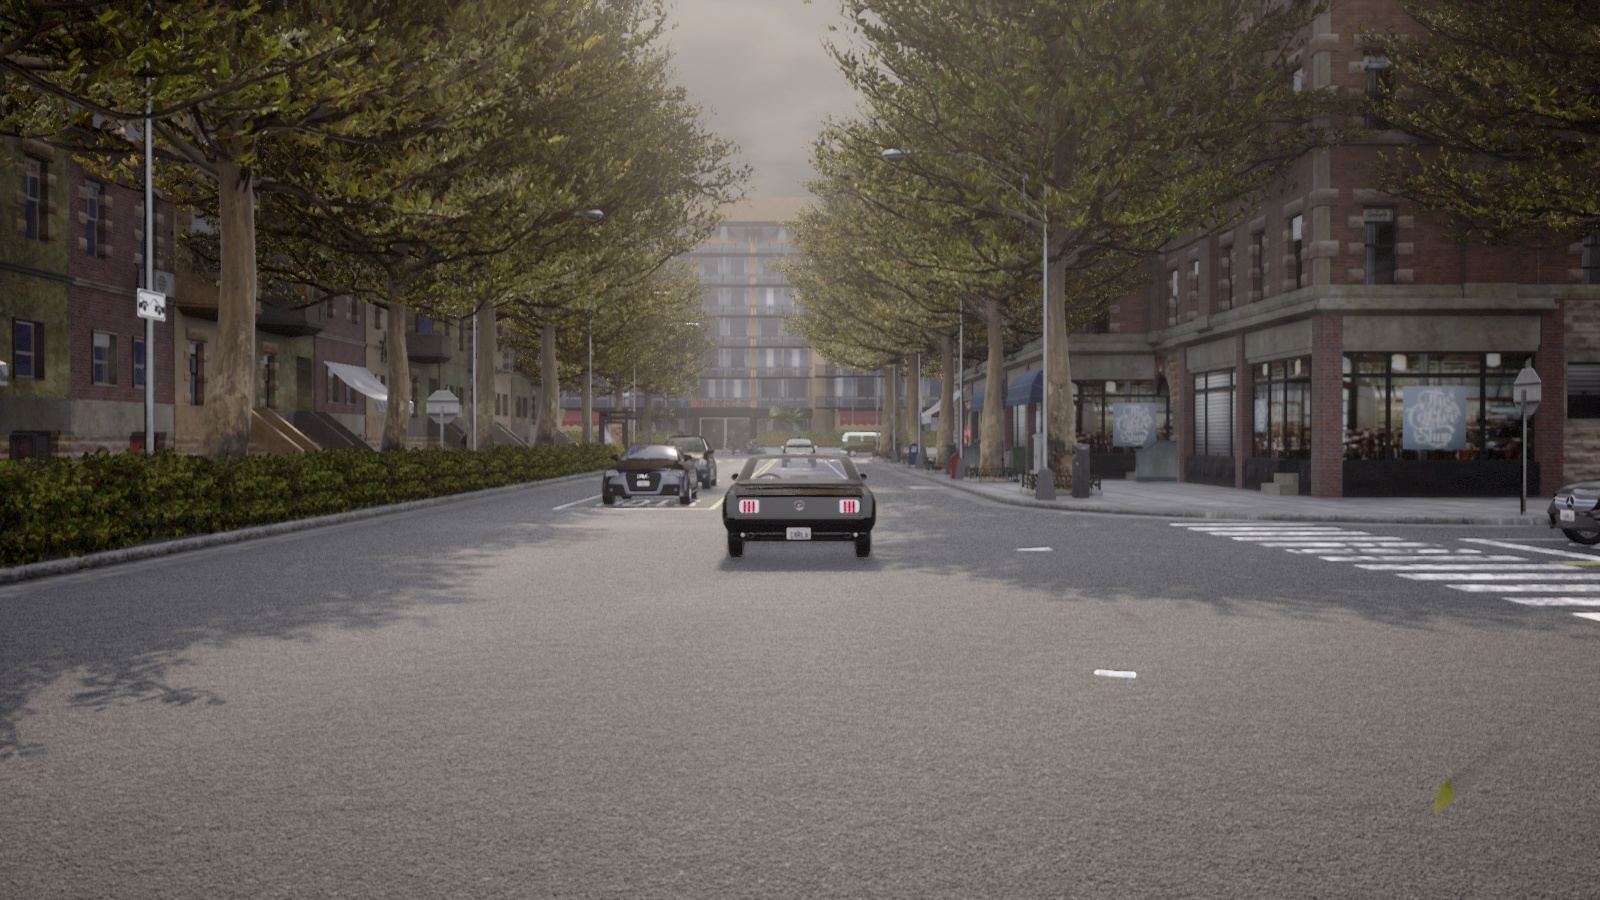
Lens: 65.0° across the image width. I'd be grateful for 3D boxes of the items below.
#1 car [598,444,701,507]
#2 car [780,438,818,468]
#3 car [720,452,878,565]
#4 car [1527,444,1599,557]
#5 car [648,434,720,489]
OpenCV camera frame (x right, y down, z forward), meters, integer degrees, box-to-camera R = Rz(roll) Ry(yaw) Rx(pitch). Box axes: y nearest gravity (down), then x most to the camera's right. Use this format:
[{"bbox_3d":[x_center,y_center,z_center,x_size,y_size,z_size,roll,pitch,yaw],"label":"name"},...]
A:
[{"bbox_3d":[-3.518,0.563,30.071,1.994,1.385,4.181,0,0,0],"label":"car"},{"bbox_3d":[-0.049,0.146,67.180,2.007,1.525,4.514,0,0,0],"label":"car"},{"bbox_3d":[-0.012,0.705,17.423,1.895,1.301,4.718,0,0,0],"label":"car"},{"bbox_3d":[12.593,0.644,16.821,4.674,1.442,1.812,0,0,-1],"label":"car"},{"bbox_3d":[-3.528,0.325,38.866,1.851,1.617,3.988,0,0,0],"label":"car"}]
